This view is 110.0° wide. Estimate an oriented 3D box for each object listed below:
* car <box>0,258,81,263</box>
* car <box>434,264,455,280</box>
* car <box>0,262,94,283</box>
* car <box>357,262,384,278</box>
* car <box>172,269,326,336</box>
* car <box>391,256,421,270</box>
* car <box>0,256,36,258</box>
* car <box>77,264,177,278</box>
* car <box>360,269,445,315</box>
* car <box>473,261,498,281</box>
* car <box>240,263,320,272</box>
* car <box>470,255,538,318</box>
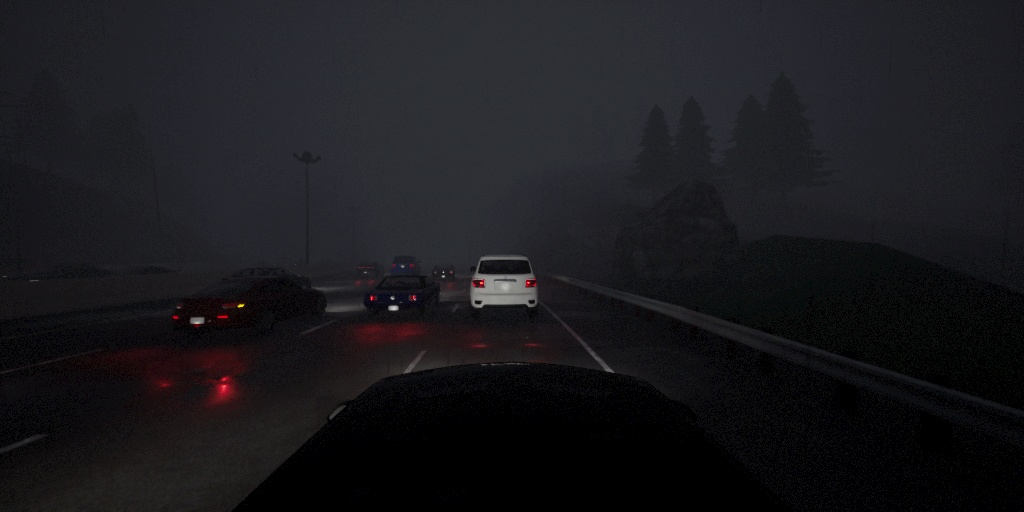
[{"bbox_3d":[-29.721,1.165,23.455,2.097,1.767,4.553,0,0,-8],"label":"car"},{"bbox_3d":[-5.914,1.363,31.349,1.895,1.301,4.718,0,0,-9],"label":"car"},{"bbox_3d":[-25.831,1.297,20.674,2.128,1.511,4.902,0,0,-7],"label":"car"},{"bbox_3d":[-13.619,1.270,34.690,2.128,1.511,4.902,0,0,-10],"label":"car"},{"bbox_3d":[-7.229,1.291,10.412,1.812,1.442,4.674,0,0,-3],"label":"car"},{"bbox_3d":[-9.791,0.992,33.275,2.150,2.045,5.566,0,0,-10],"label":"car"},{"bbox_3d":[-33.057,1.042,22.286,2.150,2.045,5.566,0,0,-8],"label":"car"},{"bbox_3d":[-22.403,1.323,21.514,1.812,1.442,4.674,0,0,-7],"label":"car"},{"bbox_3d":[-3.893,1.359,13.577,1.895,1.301,4.718,0,0,-4],"label":"car"},{"bbox_3d":[-2.455,1.259,31.733,1.837,1.490,4.892,0,0,-9],"label":"car"},{"bbox_3d":[-11.168,1.265,16.613,2.128,1.511,4.902,0,0,-5],"label":"car"},{"bbox_3d":[-0.368,0.972,13.269,2.150,2.045,5.566,0,0,-4],"label":"car"}]
